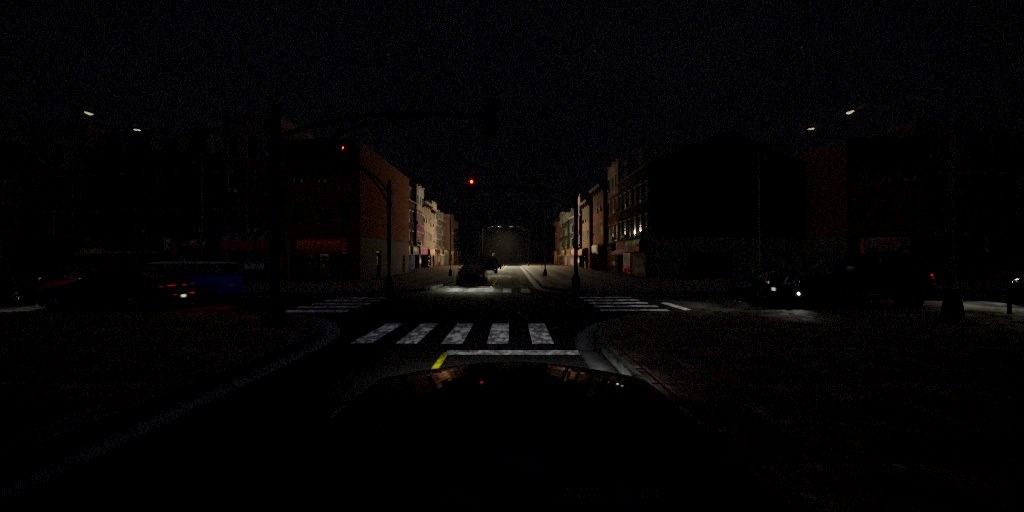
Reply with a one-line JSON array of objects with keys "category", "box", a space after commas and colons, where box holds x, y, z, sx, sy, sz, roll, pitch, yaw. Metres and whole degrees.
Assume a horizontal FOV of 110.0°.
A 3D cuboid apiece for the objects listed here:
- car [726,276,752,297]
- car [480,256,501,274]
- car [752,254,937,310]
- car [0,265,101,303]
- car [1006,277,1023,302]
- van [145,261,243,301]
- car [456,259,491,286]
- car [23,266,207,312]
[{"category": "car", "box": [12.289, 1.267, 16.538, 4.403, 1.370, 2.007, 0, 0, 0]}, {"category": "car", "box": [-2.767, 0.997, 41.598, 2.150, 2.045, 5.566, 0, 0, 0]}, {"category": "car", "box": [12.975, 0.935, 14.003, 5.566, 2.045, 2.150, 0, 0, 0]}, {"category": "car", "box": [-20.189, 1.239, 16.449, 4.097, 1.591, 1.967, 0, 0, 0]}, {"category": "car", "box": [22.658, 1.048, 14.025, 4.553, 1.767, 2.097, 0, 0, 0]}, {"category": "van", "box": [-14.714, 1.124, 16.464, 3.998, 1.789, 1.690, 0, 0, 0]}, {"category": "car", "box": [-2.799, 1.241, 25.818, 1.882, 1.535, 5.008, 0, 0, 0]}, {"category": "car", "box": [-15.153, 1.287, 13.899, 4.892, 1.490, 1.837, 0, 0, 0]}]
